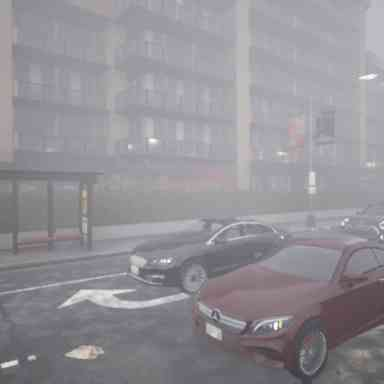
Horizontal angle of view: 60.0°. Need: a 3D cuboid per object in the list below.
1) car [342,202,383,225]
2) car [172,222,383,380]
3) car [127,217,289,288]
[{"bbox_3d":[8.394,1.244,14.388,4.553,1.767,2.097,-1,0,-36],"label":"car"},{"bbox_3d":[2.161,1.491,5.565,4.674,1.442,1.812,0,0,-36],"label":"car"},{"bbox_3d":[0.707,1.452,8.838,4.902,1.511,2.128,0,0,-36],"label":"car"}]
